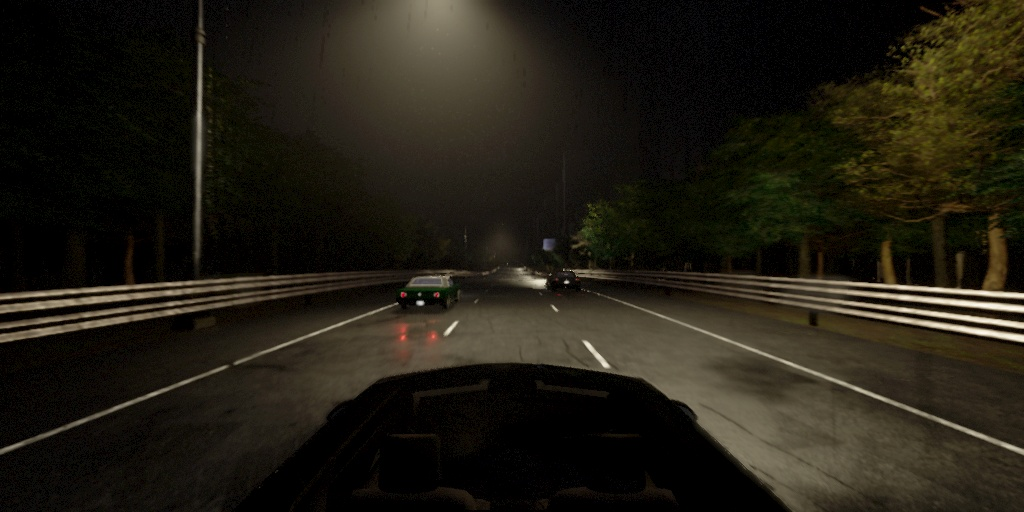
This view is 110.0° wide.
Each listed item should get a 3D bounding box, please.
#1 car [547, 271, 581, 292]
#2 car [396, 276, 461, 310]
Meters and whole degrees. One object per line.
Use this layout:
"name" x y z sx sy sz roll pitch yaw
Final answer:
"car" 3.601 1.736 25.493 1.994 1.385 4.181 0 -2 0
"car" -3.401 1.514 15.556 1.895 1.301 4.718 0 -1 0
